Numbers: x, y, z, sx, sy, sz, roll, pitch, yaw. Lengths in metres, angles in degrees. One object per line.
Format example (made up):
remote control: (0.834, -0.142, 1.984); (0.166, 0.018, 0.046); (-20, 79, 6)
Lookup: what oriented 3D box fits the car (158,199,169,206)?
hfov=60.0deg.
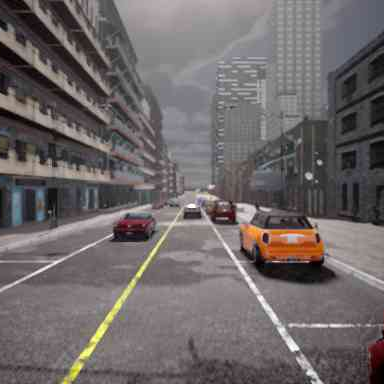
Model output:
car: (-5.738, 2.130, 67.927); (1.887, 1.381, 4.507); (-1, 0, 0)

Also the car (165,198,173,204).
car: (-5.746, 2.302, 84.667); (1.802, 1.307, 4.206); (-1, 0, 0)

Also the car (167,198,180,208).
car: (-3.068, 2.067, 59.891); (2.033, 1.411, 5.357); (0, 0, 1)

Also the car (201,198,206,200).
car: (2.658, 1.952, 45.656); (2.008, 1.369, 4.403); (-1, 0, 0)

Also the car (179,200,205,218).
car: (0.054, 1.852, 34.491); (2.033, 1.411, 5.357); (0, 0, 0)

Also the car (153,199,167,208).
car: (-5.732, 2.076, 56.766); (1.802, 1.307, 4.206); (-1, 0, 0)

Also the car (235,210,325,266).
car: (2.994, 1.460, 12.056); (2.097, 1.767, 4.553); (0, -1, 0)

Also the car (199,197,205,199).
car: (2.645, 2.123, 62.396); (1.802, 1.307, 4.206); (-1, 0, 0)

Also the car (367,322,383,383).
car: (2.639, 1.326, 1.022); (2.192, 1.841, 5.009); (-1, -1, 0)

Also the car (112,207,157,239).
car: (-3.110, 1.768, 18.717); (1.895, 1.301, 4.718); (0, -1, 0)

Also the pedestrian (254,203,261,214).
pedestrian: (2.948, 1.428, 14.847); (0.375, 1.860, 0.375); (-1, 1, 0)

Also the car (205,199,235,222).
car: (2.625, 1.572, 28.920); (2.192, 1.841, 5.009); (-1, 0, 0)
